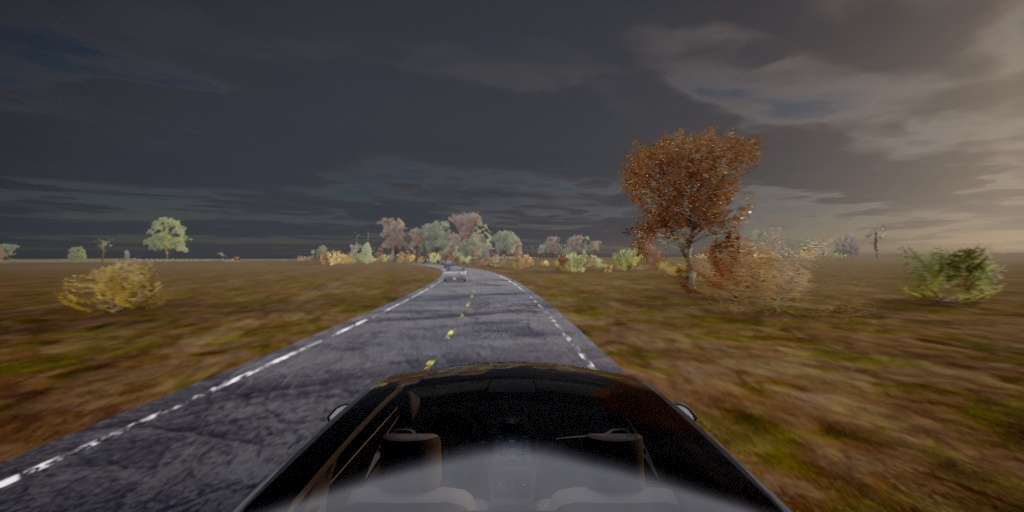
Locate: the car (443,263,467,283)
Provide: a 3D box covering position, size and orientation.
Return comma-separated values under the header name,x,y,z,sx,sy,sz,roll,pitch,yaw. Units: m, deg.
name,x,y,z,sx,sy,sz,roll,pitch,yaw
car,-4.822,1.530,30.758,1.895,1.301,4.718,0,0,-6
